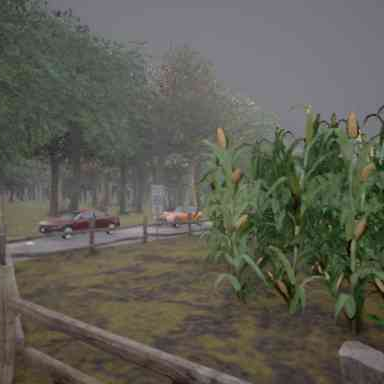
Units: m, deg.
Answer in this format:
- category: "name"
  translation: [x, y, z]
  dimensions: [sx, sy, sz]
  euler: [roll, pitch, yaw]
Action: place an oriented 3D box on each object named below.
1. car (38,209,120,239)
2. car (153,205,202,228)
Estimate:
- category: "car"
  translation: [-6.503, 1.804, 19.689]
  dimensions: [1.882, 1.535, 5.008]
  euler: [0, -1, 34]
- category: "car"
  translation: [-1.119, 1.900, 27.307]
  dimensions: [2.097, 1.767, 4.553]
  euler: [0, -1, 36]
